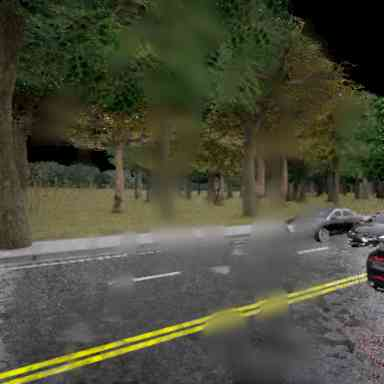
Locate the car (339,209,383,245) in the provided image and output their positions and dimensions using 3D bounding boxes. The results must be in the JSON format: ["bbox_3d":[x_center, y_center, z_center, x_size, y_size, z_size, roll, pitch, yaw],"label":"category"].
[{"bbox_3d":[8.325,1.523,13.606,4.892,1.490,1.837,0,0,-35],"label":"car"}]

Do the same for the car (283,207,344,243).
[{"bbox_3d":[6.520,1.510,16.309,4.902,1.511,2.128,0,0,-35],"label":"car"}]

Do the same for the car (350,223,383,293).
[{"bbox_3d":[5.899,1.518,7.647,4.892,1.490,1.837,0,0,-36],"label":"car"}]
